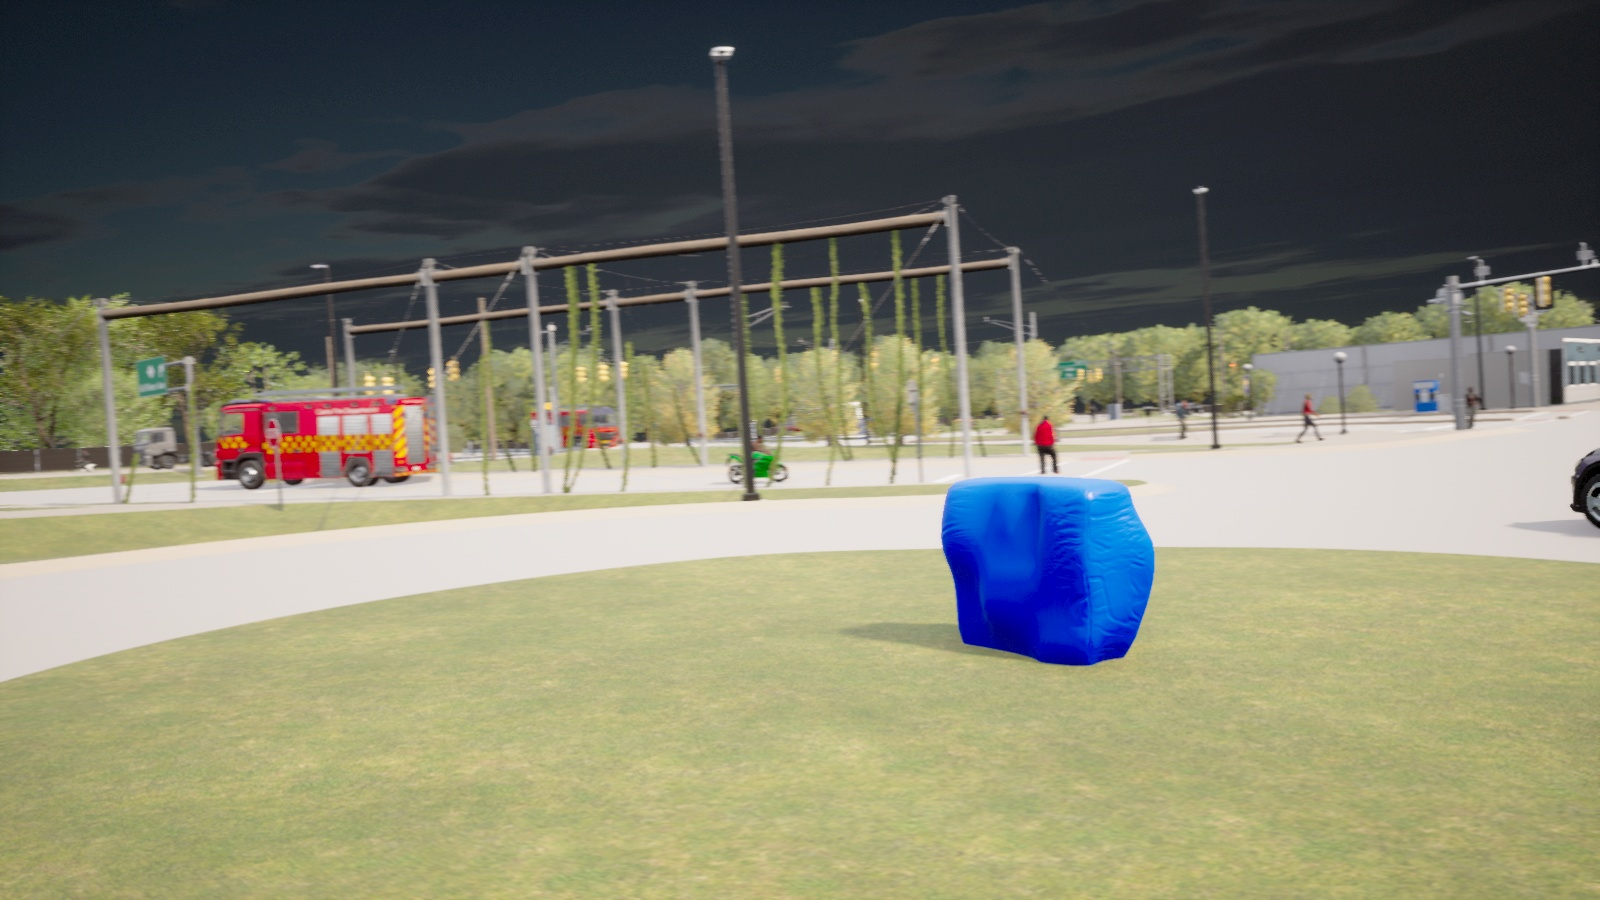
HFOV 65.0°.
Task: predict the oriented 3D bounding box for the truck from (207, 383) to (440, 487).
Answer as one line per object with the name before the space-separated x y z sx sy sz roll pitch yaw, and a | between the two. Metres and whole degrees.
truck | -18.812 -0.590 49.607 8.468 3.827 2.891 -1 2 17

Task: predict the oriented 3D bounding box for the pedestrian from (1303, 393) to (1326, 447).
pedestrian | 18.051 -1.042 44.048 0.636 1.846 0.331 -3 2 17

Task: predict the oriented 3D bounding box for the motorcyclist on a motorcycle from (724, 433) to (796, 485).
motorcyclist on a motorcycle | -1.234 0.289 39.157 2.044 1.523 0.797 -2 2 16

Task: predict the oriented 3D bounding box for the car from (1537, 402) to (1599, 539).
car | 11.076 0.248 14.030 2.033 1.649 4.856 -2 2 -14

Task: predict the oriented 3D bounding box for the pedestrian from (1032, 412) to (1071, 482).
pedestrian | 6.943 -0.091 34.674 0.634 1.844 0.899 -2 2 37

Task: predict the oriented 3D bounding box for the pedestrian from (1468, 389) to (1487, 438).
pedestrian | 27.086 -1.476 50.226 0.402 1.930 0.666 -3 2 11

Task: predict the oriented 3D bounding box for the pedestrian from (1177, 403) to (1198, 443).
pedestrian | 18.489 -1.275 59.917 0.726 1.842 0.402 -2 2 43
